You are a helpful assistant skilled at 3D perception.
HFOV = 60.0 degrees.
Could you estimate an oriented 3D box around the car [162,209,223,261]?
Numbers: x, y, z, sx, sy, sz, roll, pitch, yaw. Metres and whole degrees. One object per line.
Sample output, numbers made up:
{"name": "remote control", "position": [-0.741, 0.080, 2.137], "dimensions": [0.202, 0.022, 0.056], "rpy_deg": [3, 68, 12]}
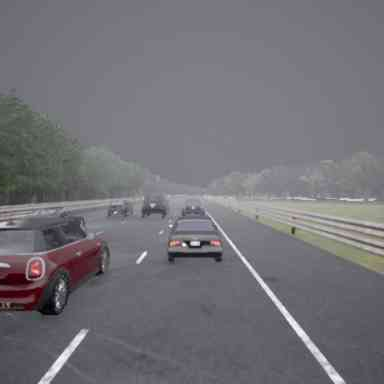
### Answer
{"name": "car", "position": [0.096, 1.588, 12.393], "dimensions": [2.033, 1.411, 5.357], "rpy_deg": [0, 0, 0]}

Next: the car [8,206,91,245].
{"name": "car", "position": [-6.903, 1.547, 16.828], "dimensions": [2.128, 1.511, 4.902], "rpy_deg": [0, 0, 0]}

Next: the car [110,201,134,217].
{"name": "car", "position": [-6.902, 1.621, 32.547], "dimensions": [1.837, 1.490, 4.892], "rpy_deg": [0, 0, 0]}

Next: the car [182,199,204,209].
{"name": "car", "position": [0.099, 1.466, 32.180], "dimensions": [2.097, 1.767, 4.553], "rpy_deg": [0, 0, 0]}

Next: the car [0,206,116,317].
{"name": "car", "position": [-3.421, 1.376, 7.690], "dimensions": [2.097, 1.767, 4.553], "rpy_deg": [0, 0, 0]}

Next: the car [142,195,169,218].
{"name": "car", "position": [-3.405, 1.334, 31.554], "dimensions": [2.150, 2.045, 5.566], "rpy_deg": [0, 0, 0]}
